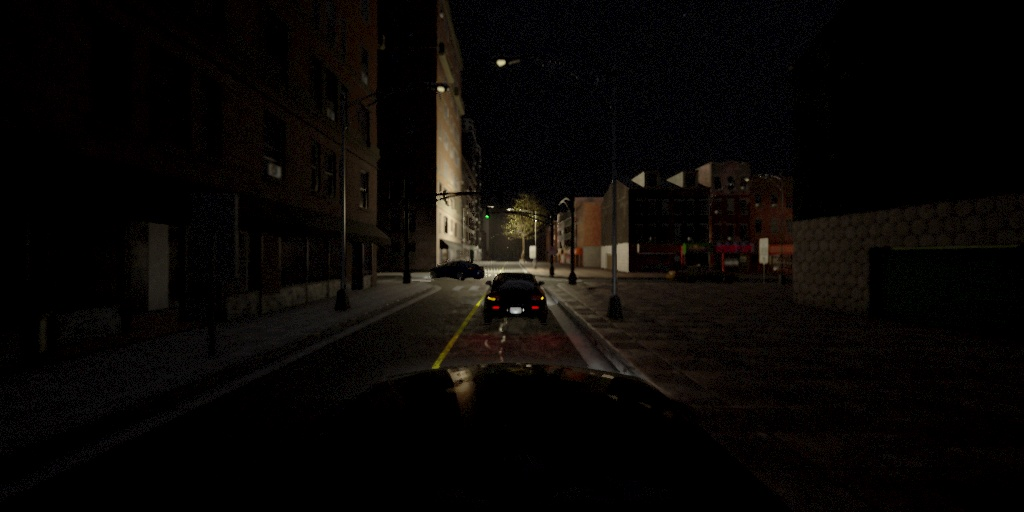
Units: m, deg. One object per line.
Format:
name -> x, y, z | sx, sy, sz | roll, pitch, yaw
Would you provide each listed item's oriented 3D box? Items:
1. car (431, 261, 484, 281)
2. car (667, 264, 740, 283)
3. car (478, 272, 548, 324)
car -> -4.416, 1.127, 28.426 | 5.008, 1.535, 1.882 | 0, -1, 40
car -> 13.883, 1.272, 26.098 | 4.829, 1.417, 1.751 | 0, 0, 0
car -> 0.103, 1.248, 11.678 | 1.812, 1.442, 4.674 | 0, 0, 0
